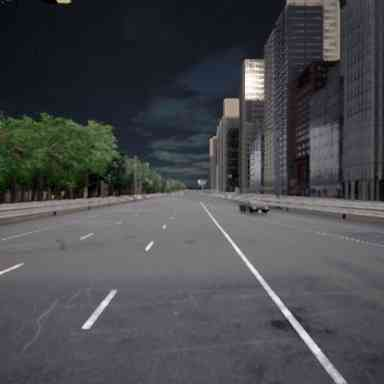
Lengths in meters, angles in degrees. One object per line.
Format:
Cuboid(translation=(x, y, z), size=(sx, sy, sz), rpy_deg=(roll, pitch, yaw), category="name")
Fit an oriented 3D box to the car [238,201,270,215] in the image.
Cuboid(translation=(6.114, 1.544, 33.618), size=(1.895, 1.301, 4.718), rpy_deg=(0, 0, -8), category="car")
